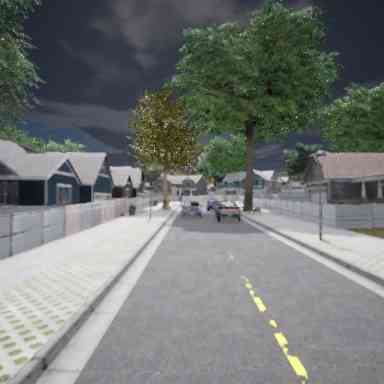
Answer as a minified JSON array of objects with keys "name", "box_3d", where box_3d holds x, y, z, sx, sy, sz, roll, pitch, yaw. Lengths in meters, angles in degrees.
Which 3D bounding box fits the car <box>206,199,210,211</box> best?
[{"name":"car","box_3d":[2.739,1.539,41.115,1.812,1.442,4.674,0,0,0]}]

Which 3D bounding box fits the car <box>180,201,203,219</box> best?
[{"name":"car","box_3d":[-0.035,1.525,29.609,1.812,1.442,4.674,0,0,0]}]

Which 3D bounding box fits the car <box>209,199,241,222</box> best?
[{"name":"car","box_3d":[2.777,1.498,26.676,2.128,1.511,4.902,0,0,0]}]
